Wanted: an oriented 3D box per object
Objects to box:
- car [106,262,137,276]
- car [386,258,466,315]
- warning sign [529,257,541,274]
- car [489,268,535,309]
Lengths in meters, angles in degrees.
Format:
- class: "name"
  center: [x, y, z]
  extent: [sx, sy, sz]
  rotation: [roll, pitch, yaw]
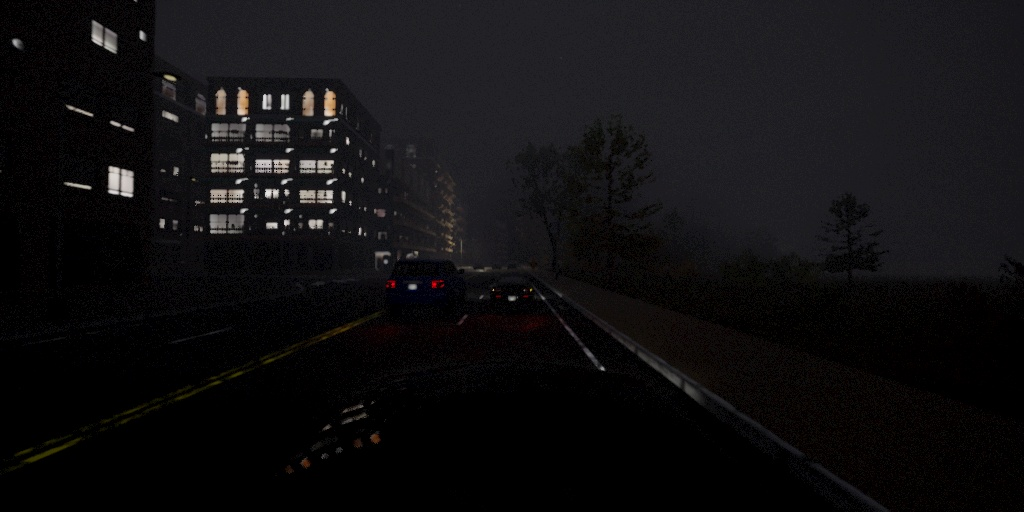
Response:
- class: "car"
  center: [-37.684, 1.237, 34.286]
  extent: [4.207, 1.307, 1.802]
  rotation: [0, 0, -2]
- class: "car"
  center: [-3.243, 1.116, 14.440]
  extent: [2.150, 2.045, 5.566]
  rotation: [0, 0, 0]
- class: "warning sign"
  center: [2.836, 1.372, 47.149]
  extent: [1.300, 1.860, 1.060]
  rotation: [0, 0, 0]
- class: "car"
  center: [0.023, 1.431, 15.739]
  extent: [1.812, 1.442, 4.674]
  rotation: [0, 0, 1]
